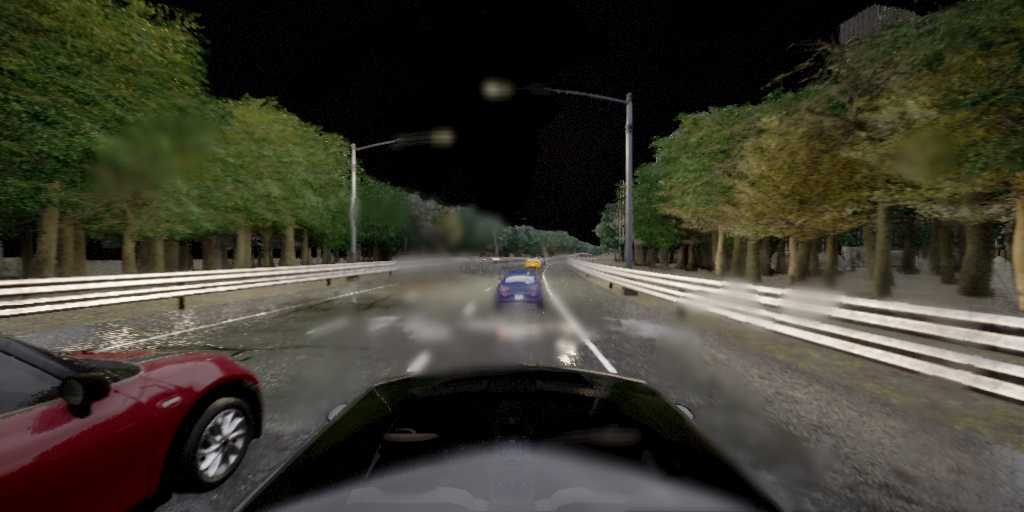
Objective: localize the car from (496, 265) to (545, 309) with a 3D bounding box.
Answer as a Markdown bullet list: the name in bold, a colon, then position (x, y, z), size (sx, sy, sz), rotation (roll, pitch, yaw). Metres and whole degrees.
- **car**: position (0.366, 1.297, 14.913), size (1.812, 1.442, 4.674), rotation (0, 0, 2)

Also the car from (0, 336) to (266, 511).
- **car**: position (-3.514, 1.090, 1.710), size (2.097, 1.767, 4.553), rotation (0, 0, 0)

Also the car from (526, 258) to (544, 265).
- **car**: position (2.937, 0.983, 48.877), size (1.882, 1.535, 5.008), rotation (0, 0, 7)
